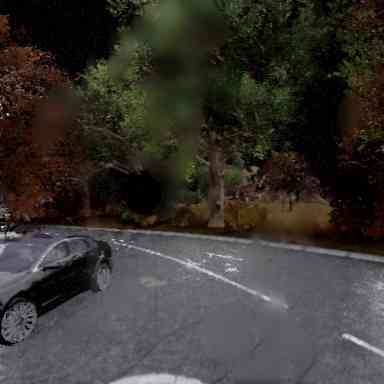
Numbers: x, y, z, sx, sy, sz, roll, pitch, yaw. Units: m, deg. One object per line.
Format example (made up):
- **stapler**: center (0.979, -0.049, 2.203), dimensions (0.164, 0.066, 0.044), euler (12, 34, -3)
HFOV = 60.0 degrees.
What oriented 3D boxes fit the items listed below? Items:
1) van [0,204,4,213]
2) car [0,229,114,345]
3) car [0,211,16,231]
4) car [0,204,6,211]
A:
- **van**: center (-46.740, 3.868, 77.957), dimensions (4.442, 1.987, 1.878), euler (0, -2, -16)
- **car**: center (-3.303, 1.678, 6.888), dimensions (2.128, 1.511, 4.902), euler (-1, -1, 11)
- **car**: center (-14.496, 2.266, 23.925), dimensions (4.181, 1.385, 1.994), euler (-2, -2, 36)
- **car**: center (-34.109, 3.411, 61.696), dimensions (2.097, 1.767, 4.553), euler (0, -2, -16)
